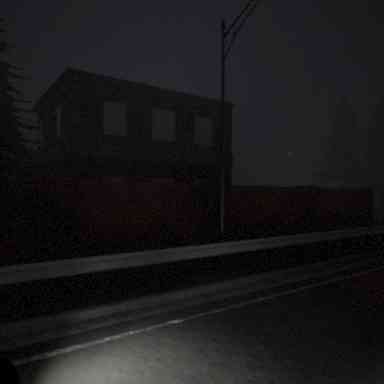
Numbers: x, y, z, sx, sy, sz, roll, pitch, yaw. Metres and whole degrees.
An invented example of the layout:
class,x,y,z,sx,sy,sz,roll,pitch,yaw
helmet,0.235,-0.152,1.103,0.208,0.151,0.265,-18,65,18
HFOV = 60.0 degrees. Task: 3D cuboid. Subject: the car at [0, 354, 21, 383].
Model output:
class,x,y,z,sx,sy,sz,roll,pitch,yaw
car,-3.302,1.513,1.394,4.674,1.442,1.812,0,0,-35
